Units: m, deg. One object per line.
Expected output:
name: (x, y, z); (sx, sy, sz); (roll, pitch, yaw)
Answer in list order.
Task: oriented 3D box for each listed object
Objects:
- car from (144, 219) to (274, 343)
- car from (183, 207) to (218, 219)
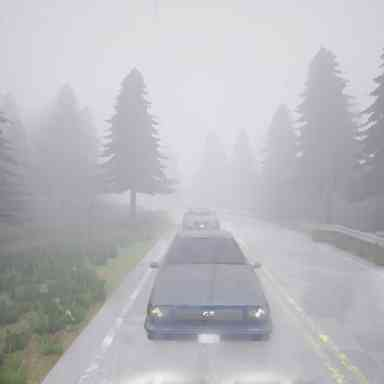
car: (0.271, 1.557, 7.076); (2.033, 1.411, 5.357); (0, 0, 1)
car: (0.448, 1.584, 19.161); (1.994, 1.385, 4.181); (0, 0, -2)
